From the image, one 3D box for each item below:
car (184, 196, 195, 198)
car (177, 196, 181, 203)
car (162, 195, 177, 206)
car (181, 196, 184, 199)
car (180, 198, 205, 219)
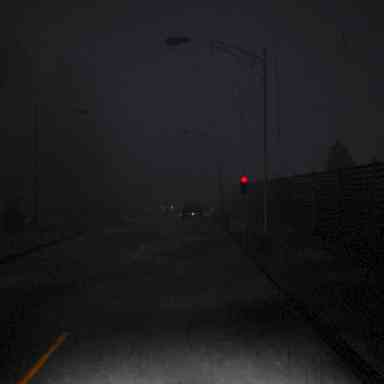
[{"bbox_3d":[-0.027,1.698,75.222,2.033,1.411,5.357,0,0,-4],"label":"car"},{"bbox_3d":[-4.017,1.515,72.695,2.097,1.767,4.553,0,0,0],"label":"car"},{"bbox_3d":[-4.064,1.604,57.159,1.882,1.535,5.008,0,0,0],"label":"car"},{"bbox_3d":[-3.809,1.682,85.048,4.892,1.490,1.837,0,0,40],"label":"car"},{"bbox_3d":[0.079,1.570,29.714,1.837,1.490,4.892,0,0,0],"label":"car"}]
